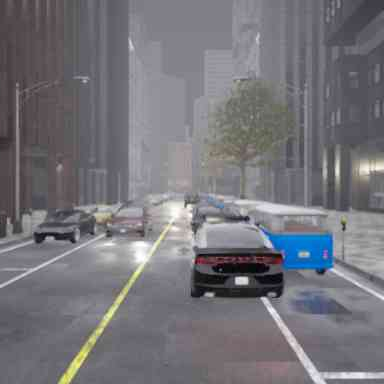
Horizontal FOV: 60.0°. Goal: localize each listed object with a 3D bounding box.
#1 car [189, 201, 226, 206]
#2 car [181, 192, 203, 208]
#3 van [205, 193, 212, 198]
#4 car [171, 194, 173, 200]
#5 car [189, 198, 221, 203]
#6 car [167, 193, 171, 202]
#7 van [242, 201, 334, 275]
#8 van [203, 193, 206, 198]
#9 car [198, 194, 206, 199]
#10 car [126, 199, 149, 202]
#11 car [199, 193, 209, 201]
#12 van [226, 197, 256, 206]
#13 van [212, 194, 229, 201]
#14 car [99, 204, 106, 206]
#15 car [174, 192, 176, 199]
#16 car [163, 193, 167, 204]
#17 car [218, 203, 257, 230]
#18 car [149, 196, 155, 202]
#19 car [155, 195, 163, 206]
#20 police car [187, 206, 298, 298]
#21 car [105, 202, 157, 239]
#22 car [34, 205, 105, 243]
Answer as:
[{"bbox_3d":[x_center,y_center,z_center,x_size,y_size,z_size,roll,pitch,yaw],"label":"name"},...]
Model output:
[{"bbox_3d":[0.902,1.446,18.499,1.837,1.490,4.892,0,0,0],"label":"car"},{"bbox_3d":[0.029,1.082,46.367,2.150,2.045,5.566,0,0,1],"label":"car"},{"bbox_3d":[2.766,1.224,38.153,1.690,1.788,3.998,0,0,0],"label":"van"},{"bbox_3d":[-5.754,1.346,71.861,2.008,1.369,4.403,0,0,0],"label":"car"},{"bbox_3d":[0.903,1.449,24.498,1.812,1.442,4.674,0,0,0],"label":"car"},{"bbox_3d":[-5.755,1.360,66.242,2.008,1.369,4.403,0,0,0],"label":"car"},{"bbox_3d":[2.763,1.308,10.061,1.690,1.788,3.998,0,0,0],"label":"van"},{"bbox_3d":[2.767,1.209,43.772,1.690,1.788,3.998,0,0,0],"label":"van"},{"bbox_3d":[2.773,1.294,94.338,2.008,1.369,4.403,0,0,0],"label":"car"},{"bbox_3d":[-5.759,1.465,32.530,1.947,1.339,4.313,0,0,0],"label":"car"},{"bbox_3d":[2.771,1.097,77.482,2.192,1.841,5.009,0,0,0],"label":"car"},{"bbox_3d":[2.764,1.291,15.681,1.690,1.788,3.998,0,0,0],"label":"van"},{"bbox_3d":[2.765,1.257,26.917,1.690,1.788,3.998,0,0,0],"label":"van"},{"bbox_3d":[-5.760,1.458,21.122,1.752,1.417,4.829,0,0,0],"label":"car"},{"bbox_3d":[-5.753,1.313,83.098,1.887,1.381,4.507,0,0,0],"label":"car"},{"bbox_3d":[-5.756,1.277,55.004,1.967,1.590,4.097,0,0,0],"label":"car"},{"bbox_3d":[2.765,1.477,21.299,1.887,1.381,4.507,0,0,0],"label":"car"},{"bbox_3d":[-5.758,1.449,38.148,1.947,1.339,4.313,0,0,0],"label":"car"},{"bbox_3d":[-5.757,1.378,49.216,1.752,1.417,4.829,0,0,0],"label":"car"},{"bbox_3d":[0.901,1.397,8.608,1.930,1.638,5.238,0,0,0],"label":"police car"},{"bbox_3d":[-3.097,1.470,17.242,1.812,1.442,4.674,0,0,0],"label":"car"},{"bbox_3d":[-5.761,1.515,15.673,1.947,1.339,4.313,0,0,0],"label":"car"}]
